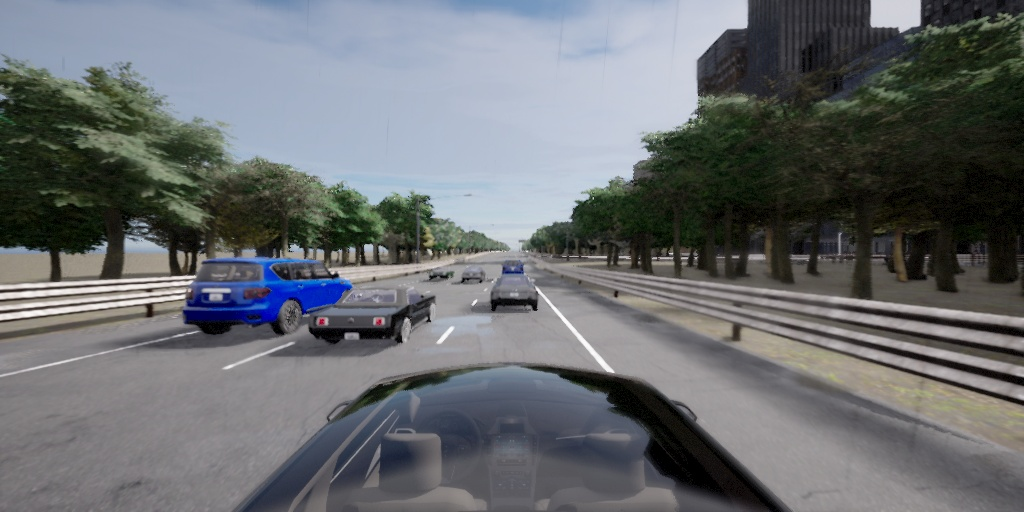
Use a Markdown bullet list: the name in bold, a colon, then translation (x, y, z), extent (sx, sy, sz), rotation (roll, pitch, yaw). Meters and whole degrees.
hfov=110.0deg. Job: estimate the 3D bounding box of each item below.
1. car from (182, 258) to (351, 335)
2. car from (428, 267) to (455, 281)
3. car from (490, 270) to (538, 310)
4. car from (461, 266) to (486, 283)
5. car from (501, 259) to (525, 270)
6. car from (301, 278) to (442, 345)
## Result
- **car**: translation (-6.903, 1.090, 11.040), extent (2.150, 2.045, 5.566), rotation (0, -1, 0)
- **car**: translation (-6.917, 1.739, 35.788), extent (1.895, 1.301, 4.718), rotation (0, -1, 0)
- **car**: translation (0.091, 1.491, 15.886), extent (1.994, 1.385, 4.181), rotation (0, -1, 0)
- **car**: translation (-3.415, 1.652, 32.491), extent (2.033, 1.411, 5.357), rotation (0, -1, 0)
- **car**: translation (0.083, 1.364, 36.332), extent (2.150, 2.045, 5.566), rotation (0, -1, 0)
- **car**: translation (-3.408, 1.456, 9.869), extent (1.895, 1.301, 4.718), rotation (0, -1, 0)
